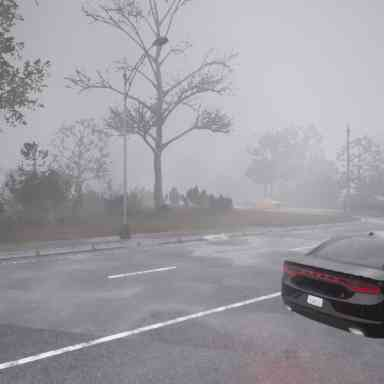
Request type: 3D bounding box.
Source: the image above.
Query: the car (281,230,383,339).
[{"bbox_3d":[3.873,1.477,6.391,5.008,1.535,1.882,0,0,-35],"label":"car"}]

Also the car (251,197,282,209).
[{"bbox_3d":[10.248,1.509,45.940,1.882,1.535,5.008,0,0,-27],"label":"car"}]

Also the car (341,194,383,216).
[{"bbox_3d":[17.553,1.223,32.735,2.150,2.045,5.566,0,0,-31],"label":"car"}]
